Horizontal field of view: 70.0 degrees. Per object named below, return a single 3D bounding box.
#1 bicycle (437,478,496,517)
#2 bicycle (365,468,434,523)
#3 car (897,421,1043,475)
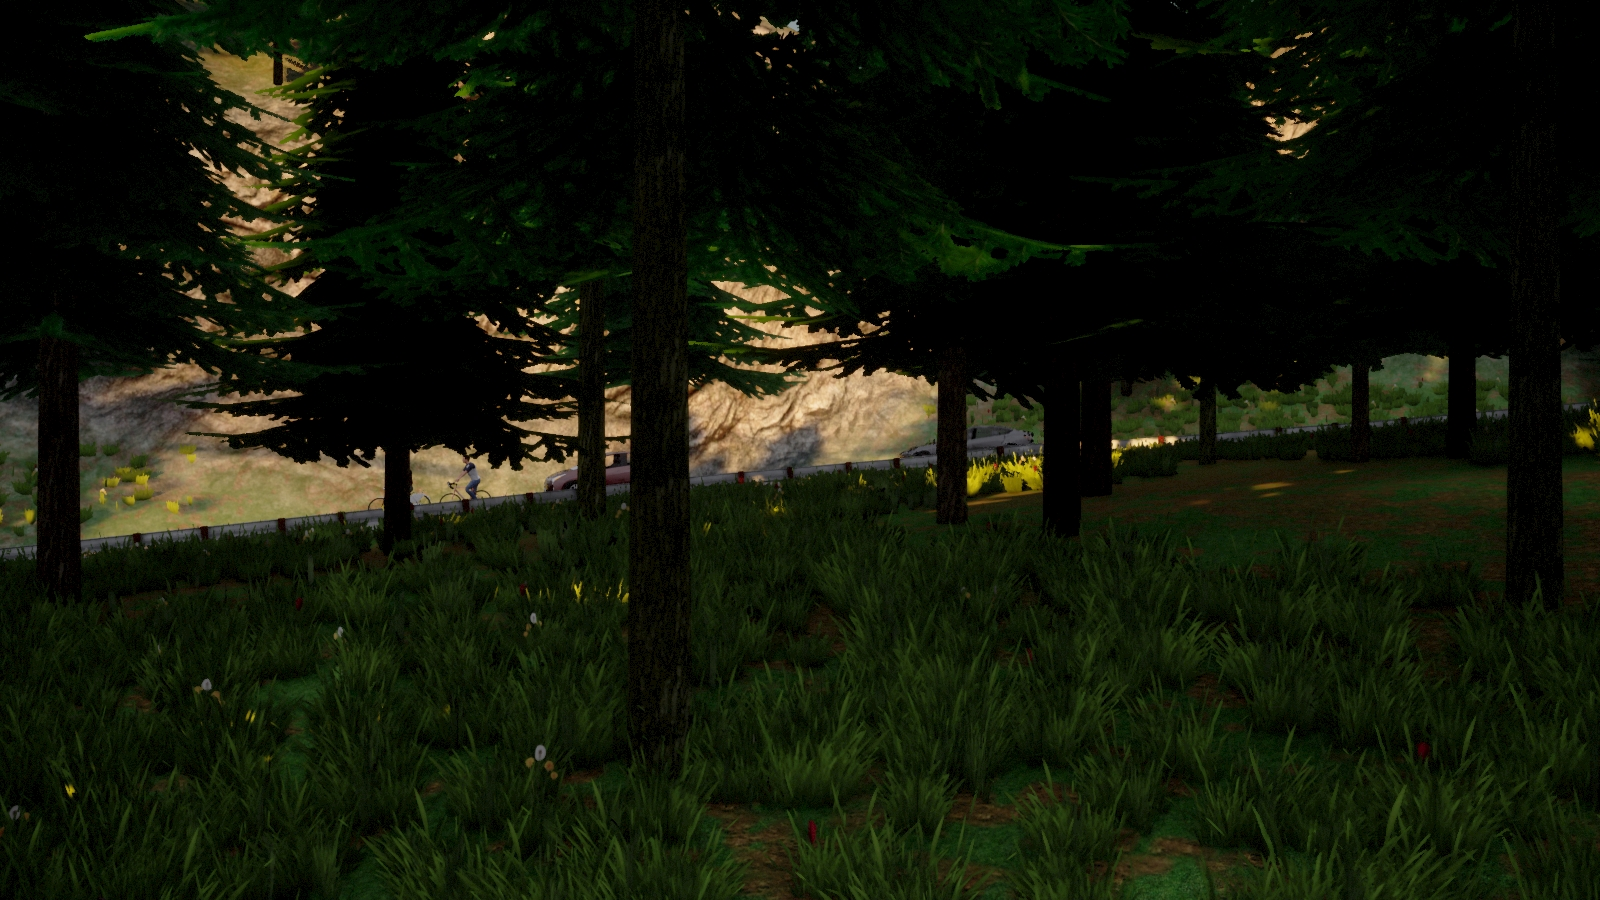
[{"bbox_3d":[-10.252,1.440,35.171,1.643,1.024,0.373,-5,3,-36],"label":"bicycle"},{"bbox_3d":[-12.076,1.355,34.489,1.835,1.471,0.329,-5,2,-29],"label":"bicycle"},{"bbox_3d":[5.878,-0.075,40.014,4.792,1.488,2.163,-4,0,4],"label":"car"}]
